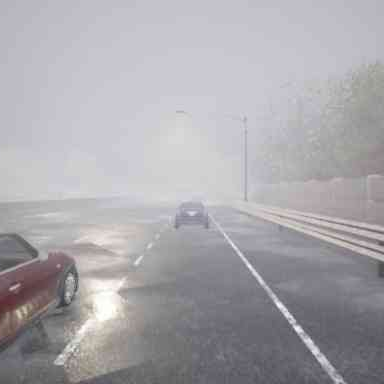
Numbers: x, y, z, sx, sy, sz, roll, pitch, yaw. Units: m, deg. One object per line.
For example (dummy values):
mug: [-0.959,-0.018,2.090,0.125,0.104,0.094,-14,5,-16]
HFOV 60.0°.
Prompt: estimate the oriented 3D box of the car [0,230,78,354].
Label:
car: [-3.401,1.353,5.074,2.097,1.767,4.553,0,0,0]

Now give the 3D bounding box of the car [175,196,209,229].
car: [-0.005,1.368,22.020,2.097,1.767,4.553,0,0,0]

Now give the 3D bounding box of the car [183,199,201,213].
car: [-0.007,1.592,38.738,2.033,1.411,5.357,0,0,0]
